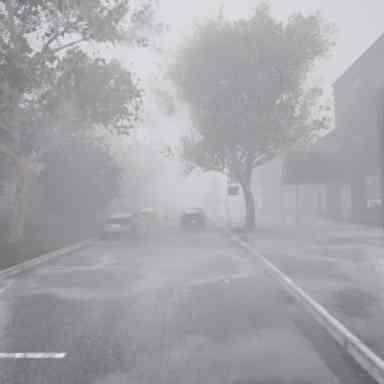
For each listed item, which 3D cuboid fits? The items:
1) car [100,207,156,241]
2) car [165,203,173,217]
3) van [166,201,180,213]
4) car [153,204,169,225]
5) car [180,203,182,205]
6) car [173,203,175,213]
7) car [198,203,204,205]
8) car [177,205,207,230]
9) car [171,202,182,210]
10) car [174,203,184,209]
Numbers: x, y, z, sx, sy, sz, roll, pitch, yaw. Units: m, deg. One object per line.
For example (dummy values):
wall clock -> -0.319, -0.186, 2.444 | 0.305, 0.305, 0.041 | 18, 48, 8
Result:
car -> -3.637, 1.800, 18.607 | 2.163, 1.488, 4.792 | 1, -2, 2
car -> -3.647, 2.242, 35.271 | 2.097, 1.535, 5.008 | 0, -1, 2
van -> -3.631, 2.623, 57.680 | 1.878, 1.987, 4.442 | 1, -1, 2
car -> -3.639, 2.085, 29.712 | 2.097, 1.535, 5.008 | 1, -2, 2
car -> -3.408, 3.119, 68.924 | 2.231, 1.521, 4.892 | 0, -1, 2
car -> -3.650, 2.431, 40.875 | 2.163, 1.488, 4.792 | 0, -1, 2
car -> 0.097, 2.518, 42.600 | 2.033, 1.411, 5.357 | 0, -2, 0
car -> 0.099, 1.952, 25.095 | 1.882, 1.535, 5.008 | 0, -2, 0
car -> -3.407, 3.117, 74.635 | 2.185, 1.767, 4.553 | -1, -1, 2
car -> -3.167, 3.370, 80.333 | 2.097, 1.535, 5.008 | 0, -2, 2
